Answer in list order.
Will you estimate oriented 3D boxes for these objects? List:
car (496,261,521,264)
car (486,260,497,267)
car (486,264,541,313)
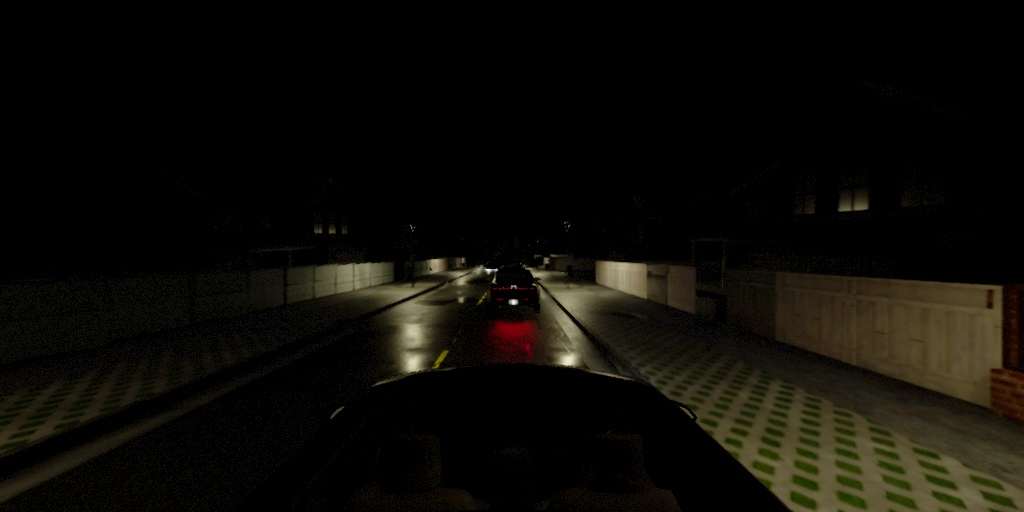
[{"bbox_3d":[0.069,1.213,29.345,2.128,1.511,4.902,0,0,0],"label":"car"},{"bbox_3d":[-2.818,1.232,53.667,1.994,1.385,4.181,0,0,0],"label":"car"},{"bbox_3d":[0.068,1.234,13.949,1.837,1.490,4.892,0,0,0],"label":"car"}]
